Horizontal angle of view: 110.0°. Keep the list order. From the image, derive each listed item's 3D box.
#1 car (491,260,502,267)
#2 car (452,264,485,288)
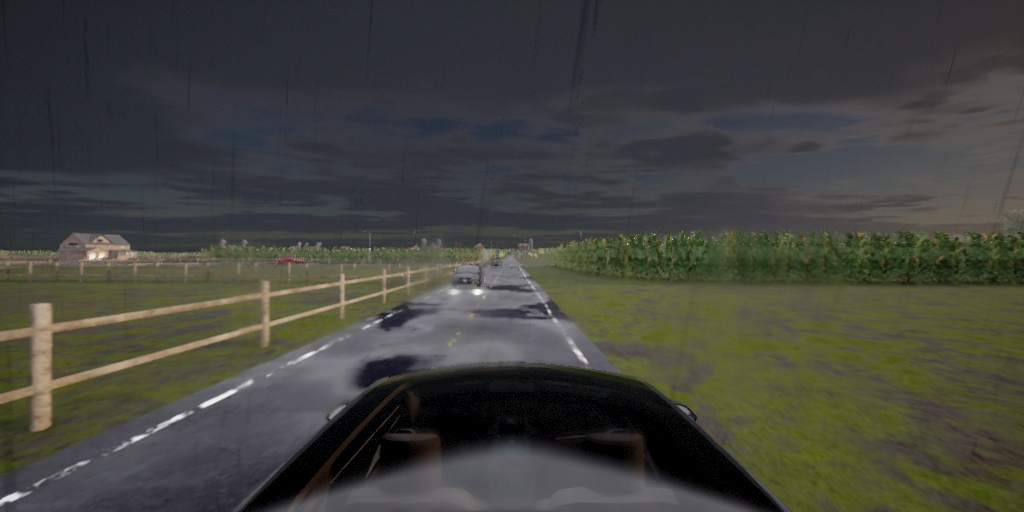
[{"bbox_3d":[-2.784,1.398,65.348,1.994,1.385,4.181,0,0,0],"label":"car"},{"bbox_3d":[-2.859,1.294,24.246,1.837,1.490,4.892,0,0,0],"label":"car"}]
